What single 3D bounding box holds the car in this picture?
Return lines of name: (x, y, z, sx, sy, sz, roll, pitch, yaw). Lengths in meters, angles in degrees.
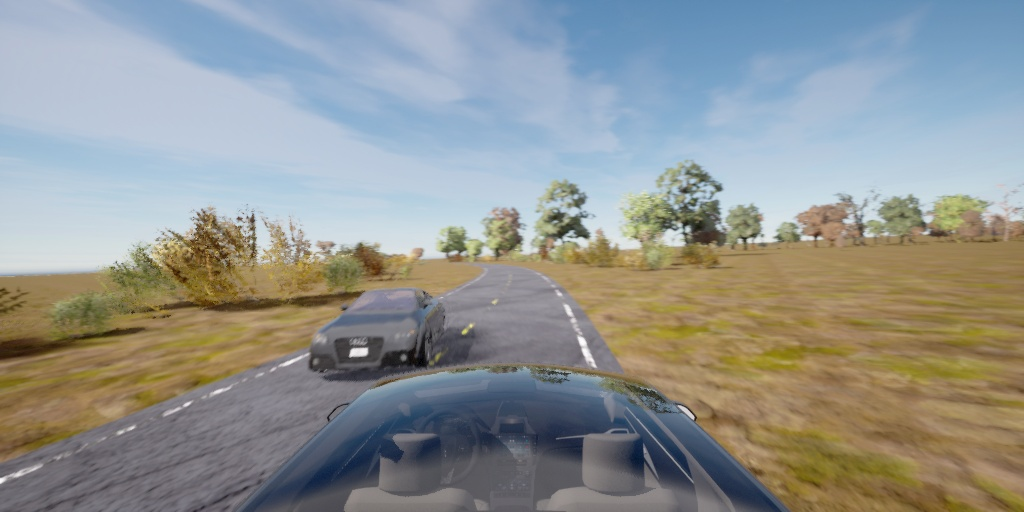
car: (-2.641, 1.412, 7.928, 1.994, 1.385, 4.181, -2, 0, -3)
